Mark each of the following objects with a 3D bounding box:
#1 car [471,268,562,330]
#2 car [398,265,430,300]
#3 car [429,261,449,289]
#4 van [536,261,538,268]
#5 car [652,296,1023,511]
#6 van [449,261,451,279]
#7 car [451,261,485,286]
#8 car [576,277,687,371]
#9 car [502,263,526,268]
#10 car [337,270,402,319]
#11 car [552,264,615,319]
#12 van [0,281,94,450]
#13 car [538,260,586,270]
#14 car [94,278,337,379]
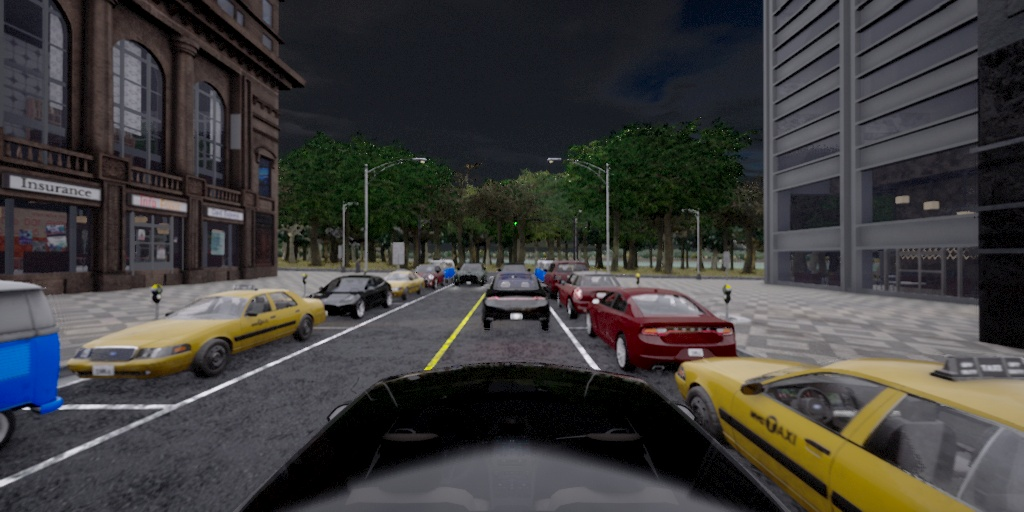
[{"bbox_3d":[0.112,1.299,11.380,2.128,1.511,4.902,0,0,0],"label":"car"},{"bbox_3d":[-5.744,1.374,18.336,1.751,1.417,4.829,0,0,0],"label":"car"},{"bbox_3d":[-5.737,1.321,23.943,1.967,1.591,4.097,0,0,0],"label":"car"},{"bbox_3d":[2.788,1.222,23.933,1.690,1.789,3.998,0,0,0],"label":"van"},{"bbox_3d":[2.763,1.278,2.353,1.751,1.417,4.829,0,0,0],"label":"car"},{"bbox_3d":[-5.731,1.255,29.381,1.690,1.789,3.998,0,0,0],"label":"van"},{"bbox_3d":[-2.971,1.263,26.797,2.097,1.767,4.553,0,0,0],"label":"car"},{"bbox_3d":[2.769,1.329,7.621,1.888,1.381,4.507,0,0,0],"label":"car"},{"bbox_3d":[0.131,1.227,23.006,2.097,1.767,4.553,0,0,0],"label":"car"},{"bbox_3d":[-5.750,1.382,13.068,1.948,1.339,4.313,0,0,0],"label":"car"},{"bbox_3d":[2.775,1.256,13.058,1.967,1.591,4.097,0,0,0],"label":"car"},{"bbox_3d":[-5.763,1.093,2.194,1.690,1.789,3.998,0,0,0],"label":"van"},{"bbox_3d":[2.782,1.163,18.496,2.192,1.841,5.009,0,0,0],"label":"car"},{"bbox_3d":[-5.757,1.310,7.461,1.751,1.417,4.829,0,0,0],"label":"car"}]
